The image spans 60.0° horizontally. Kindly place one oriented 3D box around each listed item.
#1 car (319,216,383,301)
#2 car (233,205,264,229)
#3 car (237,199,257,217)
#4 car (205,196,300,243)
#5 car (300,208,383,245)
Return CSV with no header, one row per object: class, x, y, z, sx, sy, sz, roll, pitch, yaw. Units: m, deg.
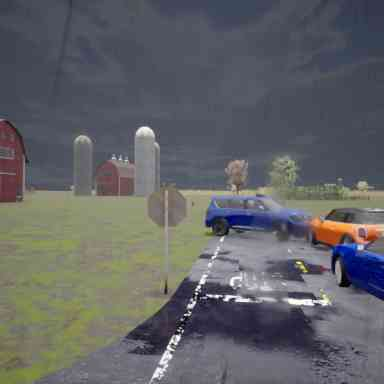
car,4.474,1.480,6.321,1.882,1.535,5.008,0,0,-3
car,3.810,1.601,22.721,1.895,1.301,4.718,0,0,9
car,5.439,1.502,33.032,1.837,1.490,4.892,0,0,9
car,3.237,1.217,16.597,5.566,2.045,2.150,0,0,38
car,6.095,1.363,12.675,2.097,1.767,4.553,0,0,-3
